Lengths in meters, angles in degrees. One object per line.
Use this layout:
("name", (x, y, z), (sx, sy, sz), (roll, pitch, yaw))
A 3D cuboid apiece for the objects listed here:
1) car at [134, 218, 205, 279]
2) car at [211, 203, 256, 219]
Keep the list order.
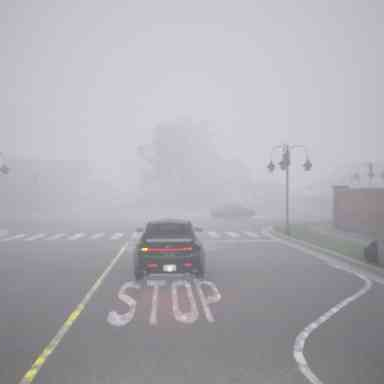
("car", (-0.704, 1.554, 10.289), (1.837, 1.490, 4.892), (0, 0, -4))
("car", (3.863, 1.739, 30.972), (4.181, 1.385, 1.994), (0, 0, -28))
